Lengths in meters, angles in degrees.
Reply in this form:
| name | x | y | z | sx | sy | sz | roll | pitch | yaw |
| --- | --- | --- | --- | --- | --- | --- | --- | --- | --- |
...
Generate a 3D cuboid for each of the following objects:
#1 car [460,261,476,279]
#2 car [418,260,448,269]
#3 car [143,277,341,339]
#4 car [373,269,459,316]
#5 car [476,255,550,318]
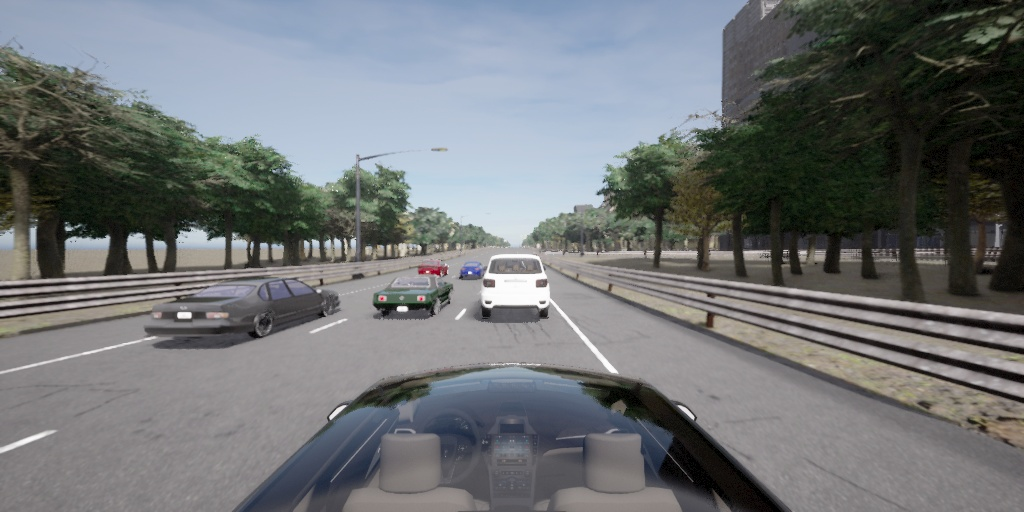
| name | x | y | z | sx | sy | sz | roll | pitch | yaw |
| --- | --- | --- | --- | --- | --- | --- | --- | --- | --- |
| car | -3.393 | 1.161 | 31.216 | 1.812 | 1.442 | 4.674 | 0 | 1 | 0 |
| car | -6.892 | 1.104 | 31.718 | 1.882 | 1.535 | 5.008 | 0 | 1 | 0 |
| car | -6.896 | 1.298 | 10.060 | 2.033 | 1.411 | 5.357 | 0 | 0 | 0 |
| car | -3.396 | 1.350 | 13.364 | 1.895 | 1.301 | 4.718 | 0 | 0 | 0 |
| car | 0.102 | 0.970 | 13.150 | 2.150 | 2.045 | 5.566 | 0 | 0 | 0 |
